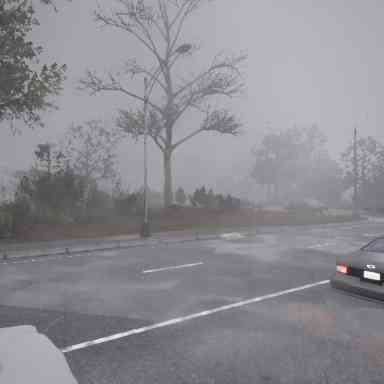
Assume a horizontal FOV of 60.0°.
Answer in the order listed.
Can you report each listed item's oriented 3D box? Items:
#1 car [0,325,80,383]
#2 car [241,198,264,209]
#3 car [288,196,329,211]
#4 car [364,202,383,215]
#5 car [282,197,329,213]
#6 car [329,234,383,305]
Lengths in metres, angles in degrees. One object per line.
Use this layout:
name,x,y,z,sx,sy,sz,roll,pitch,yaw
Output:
car,-2.942,1.601,1.609,4.718,1.301,1.895,0,0,-36
car,7.790,1.539,45.346,1.837,1.490,4.892,0,0,-27
car,14.181,1.361,40.737,2.097,1.767,4.553,0,0,-28
car,19.318,1.601,31.977,1.895,1.301,4.718,0,0,-33
car,12.344,1.551,36.783,2.033,1.411,5.357,0,0,-29
car,5.302,1.547,7.402,5.357,1.411,2.033,0,0,-34
